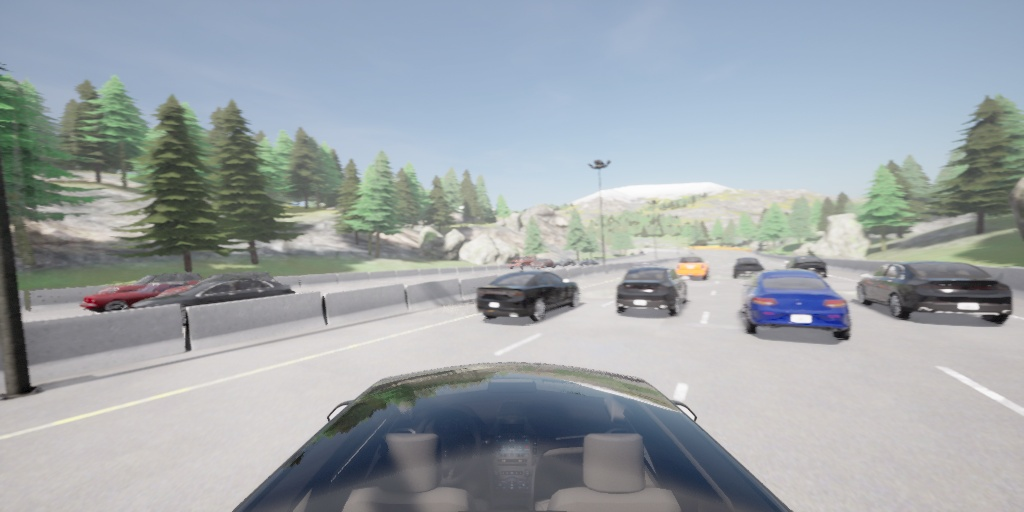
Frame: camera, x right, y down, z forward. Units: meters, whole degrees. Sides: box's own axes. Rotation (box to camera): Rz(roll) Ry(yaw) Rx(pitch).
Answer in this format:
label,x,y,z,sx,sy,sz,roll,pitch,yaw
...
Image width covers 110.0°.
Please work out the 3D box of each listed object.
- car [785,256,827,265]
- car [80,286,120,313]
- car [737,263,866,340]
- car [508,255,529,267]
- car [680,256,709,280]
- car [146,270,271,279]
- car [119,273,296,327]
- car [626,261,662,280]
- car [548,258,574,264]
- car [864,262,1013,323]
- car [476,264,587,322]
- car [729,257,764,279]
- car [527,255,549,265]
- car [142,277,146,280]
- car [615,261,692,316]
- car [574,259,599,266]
label,x,y,z,sx,sy,sz,roll,pitch,yaw
car,20.987,0.719,25.751,1.882,1.535,5.008,-2,-1,31
car,-16.999,1.927,17.196,1.895,1.301,4.718,-2,0,31
car,6.970,1.062,9.167,1.812,1.442,4.674,-2,0,31
car,1.571,0.945,54.830,2.150,2.045,5.566,-2,-1,31
car,13.801,0.809,27.380,2.097,1.767,4.553,-2,-1,31
car,-13.290,1.556,16.591,2.097,1.767,4.553,-2,0,31
car,-10.991,1.629,13.615,1.837,1.490,4.892,-2,0,31
car,10.792,1.159,29.151,1.895,1.301,4.718,-2,-1,31
car,7.594,1.019,51.252,2.033,1.411,5.357,-2,-1,31
car,11.758,0.896,10.352,1.837,1.490,4.892,-2,0,31
car,0.757,1.221,12.415,1.882,1.535,5.008,-2,0,31
car,17.326,0.854,26.447,1.837,1.490,4.892,-2,-1,31
car,4.615,1.125,53.087,2.097,1.767,4.553,-2,-1,31
car,-19.522,1.764,19.804,2.097,1.767,4.553,-2,0,31
car,5.051,1.115,12.772,1.837,1.490,4.892,-2,0,31
car,10.606,1.121,49.460,1.994,1.385,4.181,-2,-1,31
